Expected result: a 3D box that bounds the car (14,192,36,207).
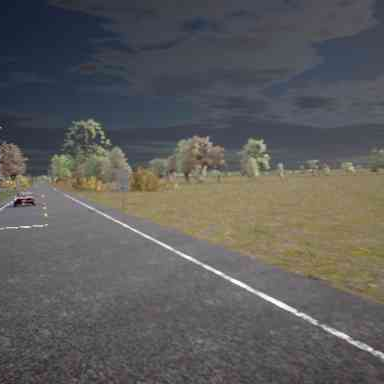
[{"bbox_3d":[-16.825,0.726,33.509,1.895,1.301,4.718,-3,3,-24],"label":"car"}]
